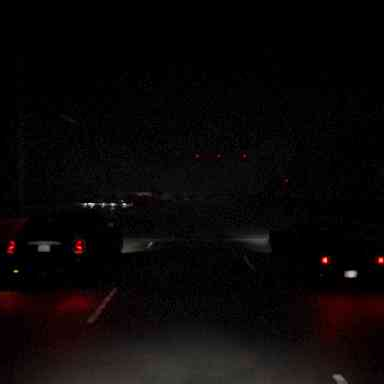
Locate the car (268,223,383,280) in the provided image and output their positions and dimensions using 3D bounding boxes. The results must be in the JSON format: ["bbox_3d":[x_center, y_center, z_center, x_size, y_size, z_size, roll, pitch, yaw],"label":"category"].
[{"bbox_3d":[3.595,1.551,9.707,1.895,1.301,4.718,0,0,0],"label":"car"}]

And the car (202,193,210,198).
[{"bbox_3d":[3.643,0.926,88.516,2.033,1.411,5.357,0,0,0],"label":"car"}]

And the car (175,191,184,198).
[{"bbox_3d":[-3.357,0.741,88.496,2.097,1.767,4.553,0,0,0],"label":"car"}]

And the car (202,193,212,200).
[{"bbox_3d":[3.626,1.138,78.097,2.033,1.411,5.357,0,0,0],"label":"car"}]

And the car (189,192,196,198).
[{"bbox_3d":[0.143,0.864,88.521,1.882,1.535,5.008,0,0,0],"label":"car"}]

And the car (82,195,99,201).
[{"bbox_3d":[-17.448,1.271,57.515,1.994,1.385,4.181,0,0,1],"label":"car"}]

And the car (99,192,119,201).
[{"bbox_3d":[-13.953,1.214,57.088,1.837,1.490,4.892,0,0,1],"label":"car"}]

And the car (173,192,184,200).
[{"bbox_3d":[-3.374,1.097,78.108,1.837,1.490,4.892,0,0,0],"label":"car"}]

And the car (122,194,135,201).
[{"bbox_3d":[-13.883,1.184,72.680,1.994,1.385,4.181,0,0,0],"label":"car"}]

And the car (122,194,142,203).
[{"bbox_3d":[-10.455,1.062,57.113,2.097,1.767,4.553,0,0,1],"label":"car"}]

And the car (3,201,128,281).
[{"bbox_3d":[-3.445,1.302,9.810,2.097,1.767,4.553,0,0,-1],"label":"car"}]

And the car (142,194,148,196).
[{"bbox_3d":[-10.383,1.173,72.335,2.033,1.411,5.357,0,0,0],"label":"car"}]

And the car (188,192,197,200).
[{"bbox_3d":[0.126,1.097,78.102,1.837,1.490,4.892,0,0,0],"label":"car"}]
